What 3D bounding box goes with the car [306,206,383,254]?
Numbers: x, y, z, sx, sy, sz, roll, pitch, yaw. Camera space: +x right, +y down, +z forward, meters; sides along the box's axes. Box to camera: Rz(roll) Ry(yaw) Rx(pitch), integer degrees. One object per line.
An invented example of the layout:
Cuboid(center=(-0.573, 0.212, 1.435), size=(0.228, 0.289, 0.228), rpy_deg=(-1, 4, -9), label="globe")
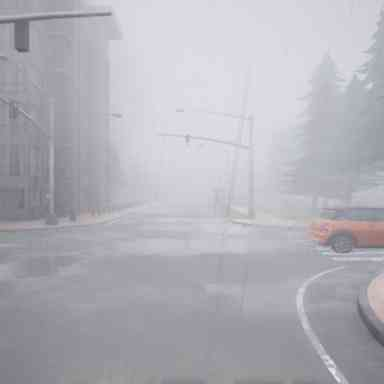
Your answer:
Cuboid(center=(6.927, 1.334, 12.844), size=(4.553, 1.767, 2.097), rpy_deg=(0, 0, -1), label="car")
